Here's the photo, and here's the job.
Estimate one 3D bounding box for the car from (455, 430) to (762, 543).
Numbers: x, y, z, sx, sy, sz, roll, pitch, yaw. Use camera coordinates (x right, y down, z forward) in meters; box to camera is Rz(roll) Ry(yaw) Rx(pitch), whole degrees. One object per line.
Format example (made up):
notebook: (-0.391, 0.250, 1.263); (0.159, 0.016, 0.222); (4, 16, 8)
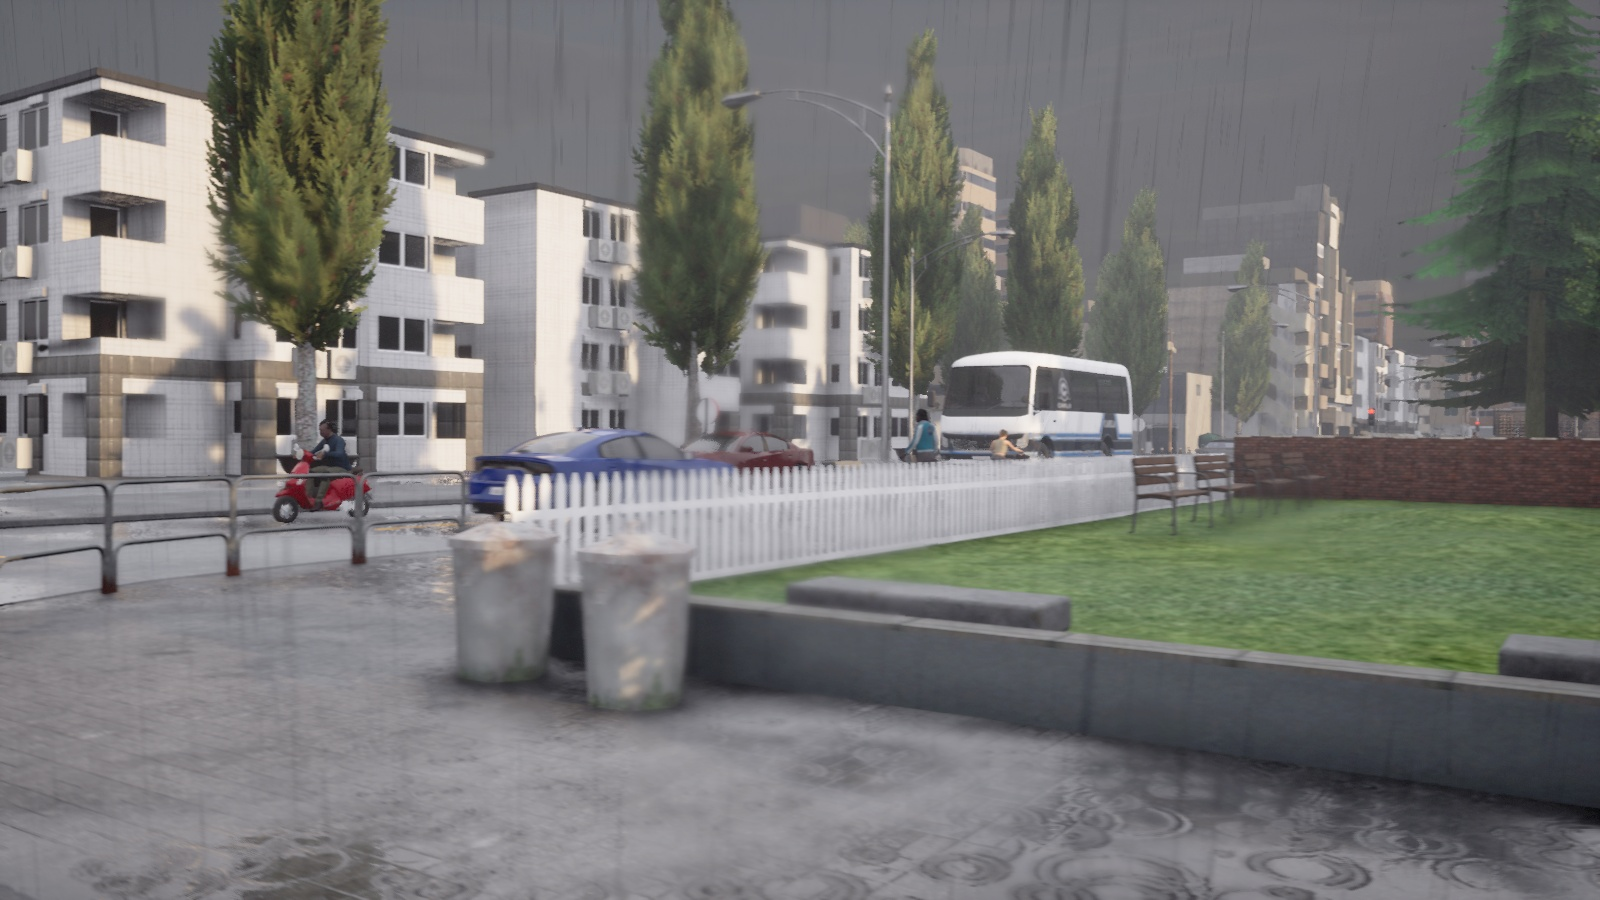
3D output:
car: (-2.836, 0.464, 19.823); (1.882, 1.535, 5.008); (0, 1, 34)

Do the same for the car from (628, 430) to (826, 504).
car: (-1.557, 0.329, 28.900); (1.882, 1.535, 5.008); (0, 1, 34)

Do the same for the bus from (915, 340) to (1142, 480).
bus: (8.196, -1.313, 43.515); (3.944, 4.253, 10.273); (0, 1, 34)

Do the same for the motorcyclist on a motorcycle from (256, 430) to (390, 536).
motorcyclist on a motorcycle: (-7.541, 0.481, 19.926); (0.866, 1.590, 1.817); (0, 1, 34)

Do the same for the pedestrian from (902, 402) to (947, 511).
pedestrian: (2.233, 0.110, 22.548); (0.692, 1.930, 0.396); (0, 1, 35)

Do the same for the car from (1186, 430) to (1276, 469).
car: (17.102, -0.054, 49.659); (2.033, 1.411, 5.357); (0, 1, 34)
